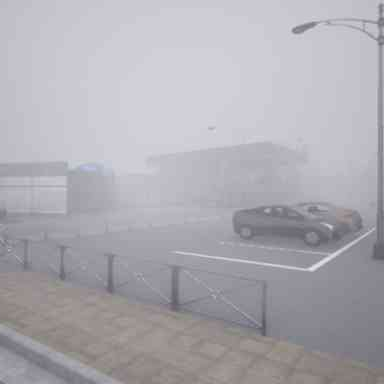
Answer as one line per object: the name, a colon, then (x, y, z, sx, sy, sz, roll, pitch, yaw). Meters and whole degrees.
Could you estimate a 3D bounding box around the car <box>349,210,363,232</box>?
car: (5.756, 1.323, 16.765, 5.027, 1.636, 2.152, 0, 0, 36)

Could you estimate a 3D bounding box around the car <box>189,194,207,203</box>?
car: (1.178, 1.413, 67.274, 2.242, 1.667, 4.611, 0, 0, 36)

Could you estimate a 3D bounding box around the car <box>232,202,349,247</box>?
car: (3.951, 1.332, 14.199, 4.514, 1.523, 2.007, 0, 0, 36)

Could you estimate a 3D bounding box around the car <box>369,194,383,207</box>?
car: (25.886, 1.357, 44.484, 3.806, 1.475, 1.970, 0, 0, 36)

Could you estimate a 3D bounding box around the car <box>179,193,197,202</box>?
car: (-0.844, 1.236, 74.113, 1.905, 1.878, 3.866, 0, 0, 36)
